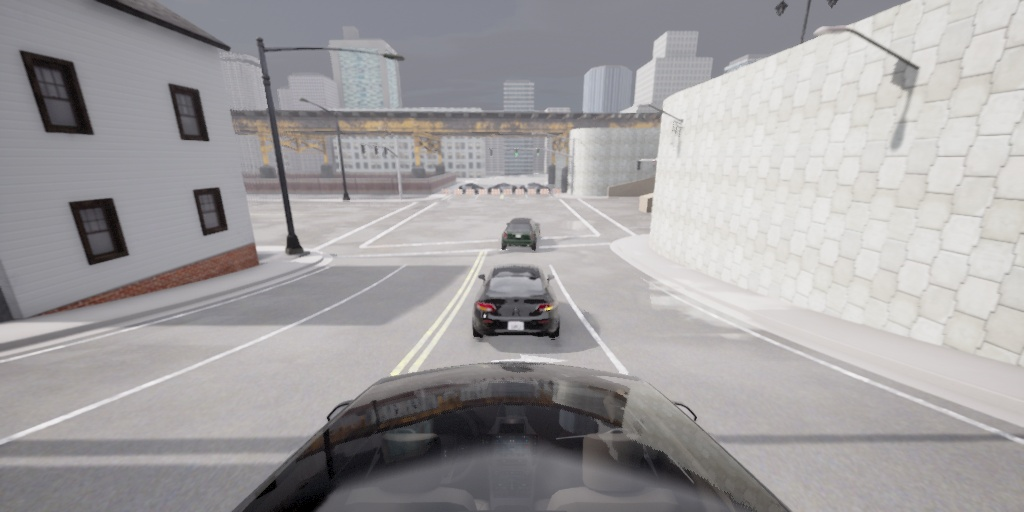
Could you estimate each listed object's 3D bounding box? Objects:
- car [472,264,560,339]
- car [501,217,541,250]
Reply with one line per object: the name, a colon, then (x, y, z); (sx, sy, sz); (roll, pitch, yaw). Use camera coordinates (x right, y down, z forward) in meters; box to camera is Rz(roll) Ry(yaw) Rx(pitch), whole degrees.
car: (0.105, 0.911, 8.863); (1.812, 1.442, 4.674); (0, 5, 1)
car: (0.678, -1.683, 22.840); (2.097, 1.767, 4.553); (2, 15, 8)
